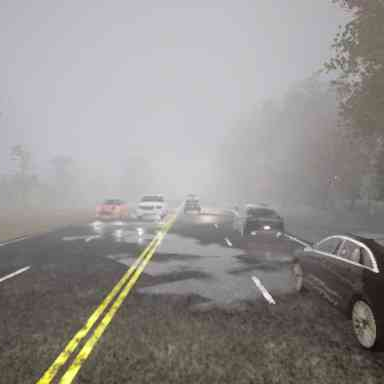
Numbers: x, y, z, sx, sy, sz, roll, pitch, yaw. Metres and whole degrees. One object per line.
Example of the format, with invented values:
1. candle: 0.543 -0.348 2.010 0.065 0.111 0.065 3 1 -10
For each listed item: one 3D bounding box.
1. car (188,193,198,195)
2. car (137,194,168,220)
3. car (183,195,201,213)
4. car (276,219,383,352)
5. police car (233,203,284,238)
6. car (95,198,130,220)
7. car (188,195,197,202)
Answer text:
1. car: 0.119 1.214 54.172 2.150 2.045 5.566 0 0 0
2. car: -3.320 1.212 28.736 2.150 2.045 5.566 0 0 0
3. car: 0.030 1.432 37.150 2.033 1.411 5.357 -1 2 0
4. car: 3.252 1.460 5.970 2.128 1.511 4.902 1 -1 0
5. police car: 3.268 1.391 17.081 1.930 1.638 5.238 1 -1 0
6. car: -6.572 1.345 27.920 2.097 1.767 4.553 0 0 0
7. car: 0.027 1.472 73.872 1.882 1.535 5.008 0 0 0
